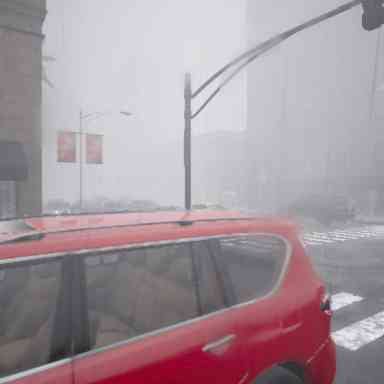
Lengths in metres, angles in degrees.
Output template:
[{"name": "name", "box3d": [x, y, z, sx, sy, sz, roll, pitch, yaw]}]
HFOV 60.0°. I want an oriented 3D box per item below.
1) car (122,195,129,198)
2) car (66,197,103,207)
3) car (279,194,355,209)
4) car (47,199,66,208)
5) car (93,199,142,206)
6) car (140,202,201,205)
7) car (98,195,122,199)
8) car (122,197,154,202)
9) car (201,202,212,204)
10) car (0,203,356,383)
[{"name": "car", "box3d": [-10.823, 1.273, 50.745, 2.097, 1.767, 4.553, 0, 0, -36]}, {"name": "car", "box3d": [-11.079, 1.478, 34.102, 1.812, 1.442, 4.674, 0, 0, -36]}, {"name": "car", "box3d": [8.665, 1.190, 23.706, 2.150, 2.045, 5.566, 0, 0, -36]}, {"name": "car", "box3d": [-17.064, 1.538, 42.452, 1.895, 1.301, 4.718, 0, 0, -35]}, {"name": "car", "box3d": [-6.153, 1.529, 27.236, 1.994, 1.385, 4.181, 0, 0, -37]}, {"name": "car", "box3d": [-1.232, 1.542, 20.419, 1.994, 1.385, 4.181, 0, 0, -36]}, {"name": "car", "box3d": [-10.260, 1.296, 38.523, 2.097, 1.767, 4.553, 0, 0, -36]}, {"name": "car", "box3d": [-4.273, 1.464, 30.198, 1.837, 1.490, 4.892, 0, 0, -36]}, {"name": "car", "box3d": [1.276, 1.451, 22.499, 1.882, 1.535, 5.008, 0, 0, -35]}, {"name": "car", "box3d": [-1.247, 1.221, 2.427, 5.566, 2.045, 2.150, 0, 0, -35]}]
